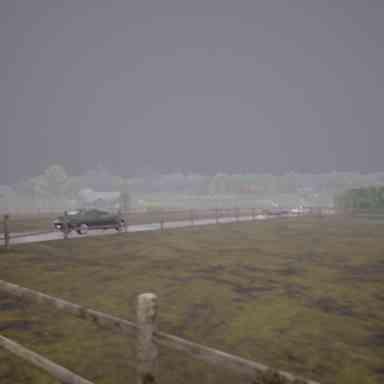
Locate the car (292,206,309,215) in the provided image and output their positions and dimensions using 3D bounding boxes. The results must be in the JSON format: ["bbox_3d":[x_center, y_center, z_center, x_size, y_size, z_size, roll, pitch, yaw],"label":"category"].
[{"bbox_3d":[17.671,2.978,54.476,1.812,1.442,4.674,-2,-3,36],"label":"car"}]

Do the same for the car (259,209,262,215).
[{"bbox_3d":[12.044,2.701,51.380,2.097,1.767,4.553,-2,-3,36],"label":"car"}]

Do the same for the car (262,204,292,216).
[{"bbox_3d":[11.943,2.688,46.430,1.994,1.385,4.181,-2,-3,36],"label":"car"}]

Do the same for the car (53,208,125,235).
[{"bbox_3d":[-6.321,1.817,21.180,1.837,1.490,4.892,-2,-3,36],"label":"car"}]
